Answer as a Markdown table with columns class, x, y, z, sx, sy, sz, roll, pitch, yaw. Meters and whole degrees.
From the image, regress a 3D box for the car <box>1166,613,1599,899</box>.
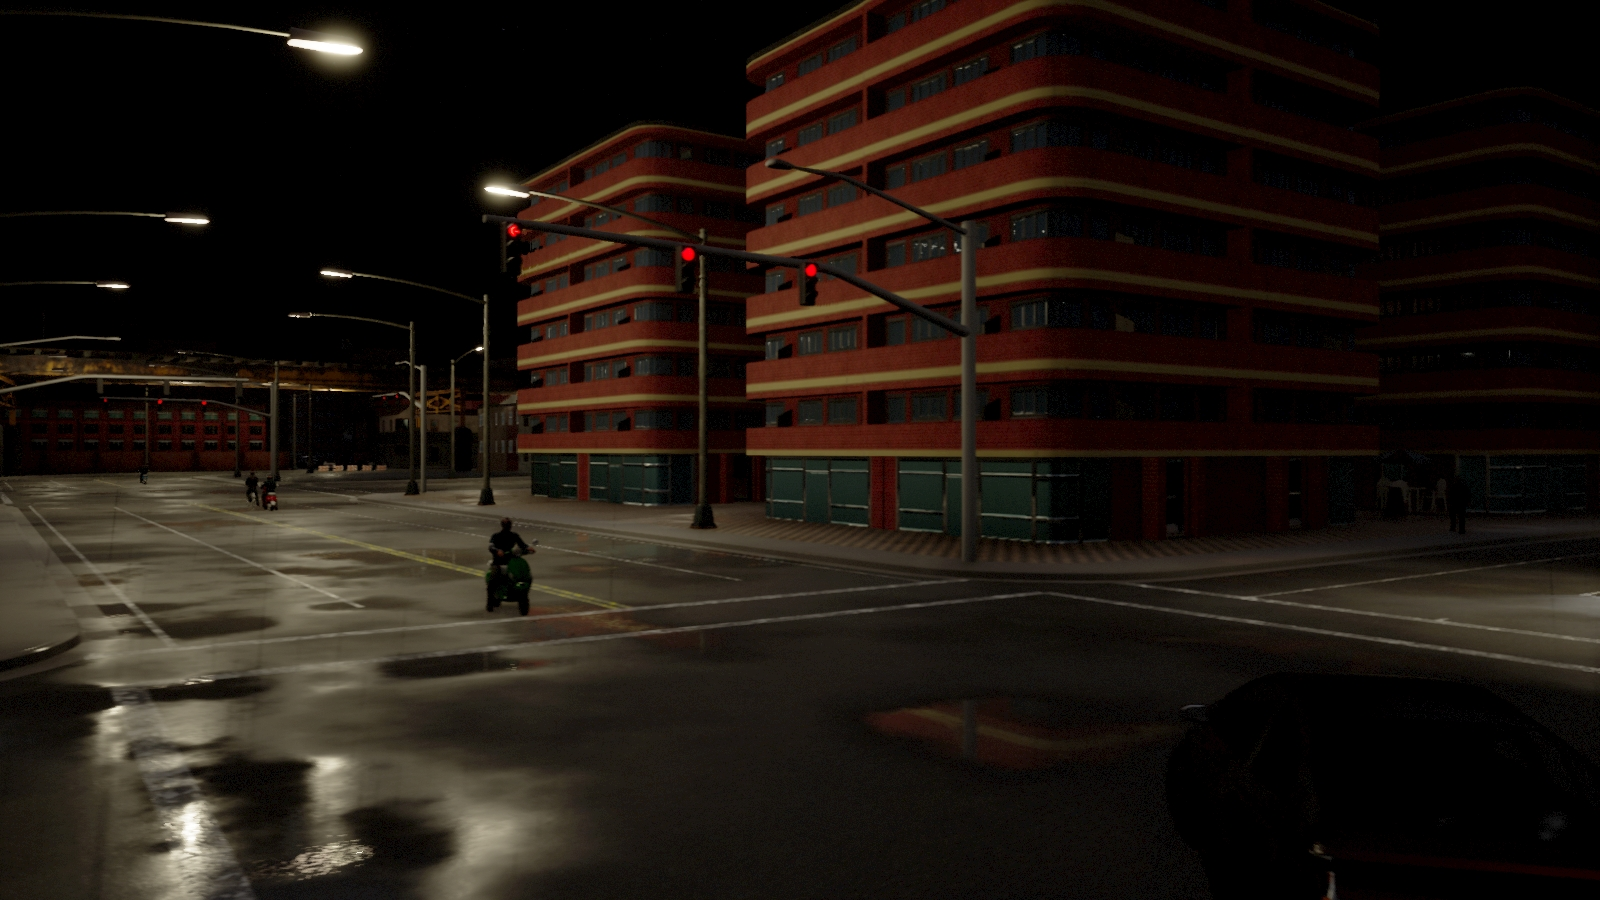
| class | x | y | z | sx | sy | sz | roll | pitch | yaw |
| --- | --- | --- | --- | --- | --- | --- | --- | --- | --- |
| car | 3.284 | 2.038 | 6.461 | 2.007 | 1.525 | 4.514 | 0 | 0 | 14 |

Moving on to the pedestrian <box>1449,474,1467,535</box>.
| class | x | y | z | sx | sy | sz | roll | pitch | yaw |
| --- | --- | --- | --- | --- | --- | --- | --- | --- | --- |
| pedestrian | 20.344 | 1.689 | 35.311 | 0.375 | 1.860 | 0.375 | 0 | 0 | -40 |
